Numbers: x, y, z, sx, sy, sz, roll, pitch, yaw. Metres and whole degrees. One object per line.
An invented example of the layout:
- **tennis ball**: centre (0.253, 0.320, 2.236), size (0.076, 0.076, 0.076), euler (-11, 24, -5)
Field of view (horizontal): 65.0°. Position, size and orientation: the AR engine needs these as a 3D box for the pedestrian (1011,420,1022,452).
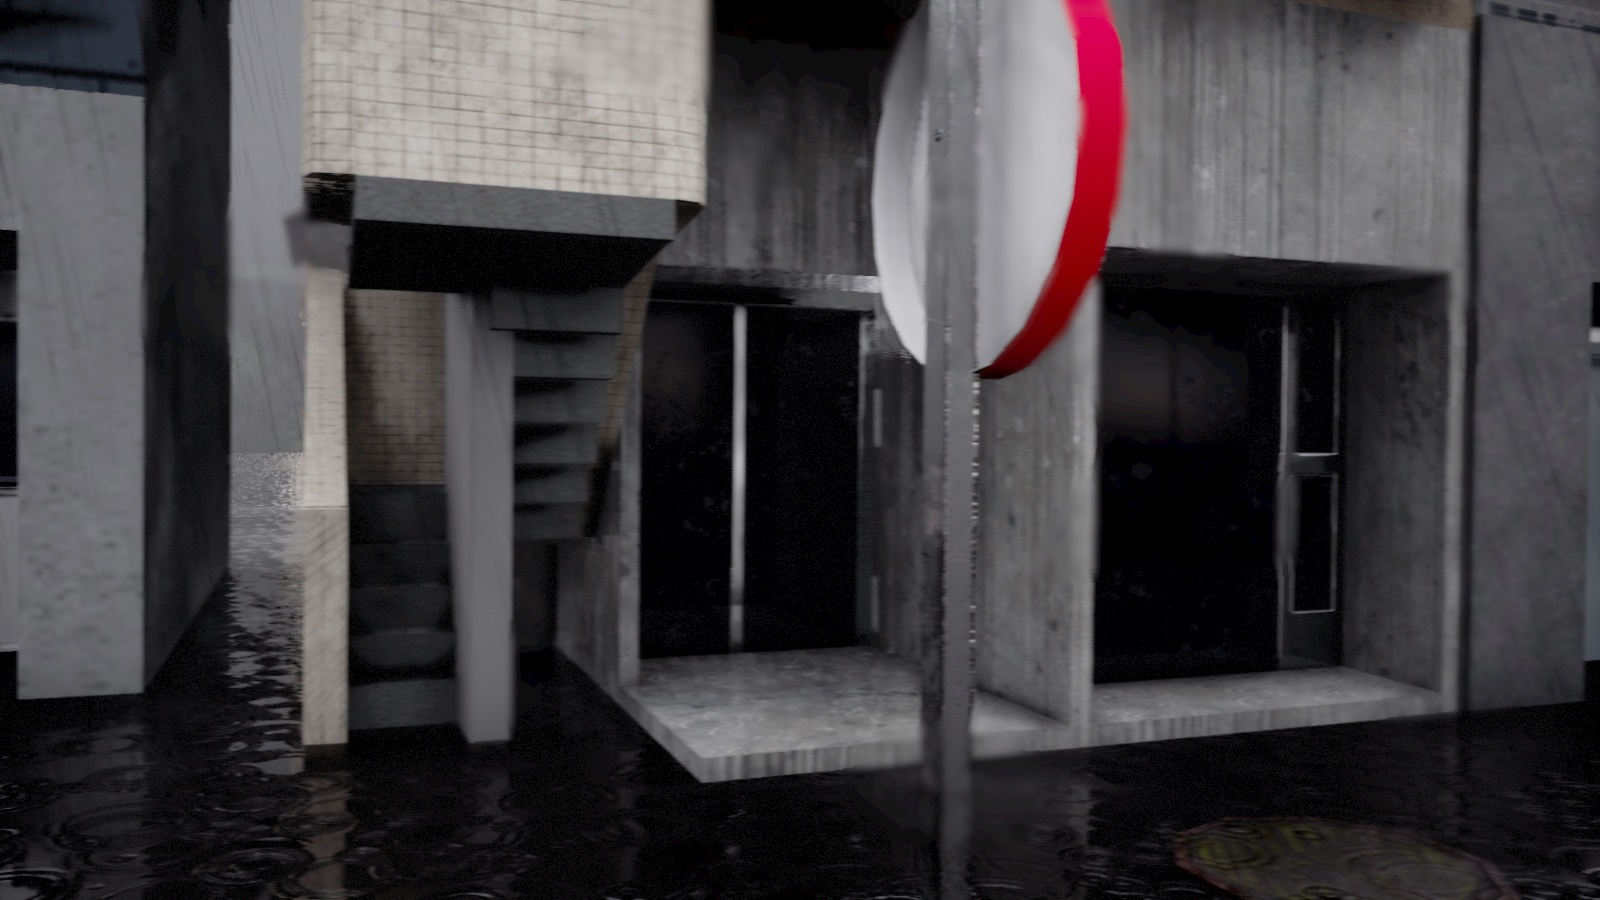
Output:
- **pedestrian**: centre (12.706, -0.829, 73.741), size (0.331, 1.846, 0.634), euler (-1, 1, -22)
